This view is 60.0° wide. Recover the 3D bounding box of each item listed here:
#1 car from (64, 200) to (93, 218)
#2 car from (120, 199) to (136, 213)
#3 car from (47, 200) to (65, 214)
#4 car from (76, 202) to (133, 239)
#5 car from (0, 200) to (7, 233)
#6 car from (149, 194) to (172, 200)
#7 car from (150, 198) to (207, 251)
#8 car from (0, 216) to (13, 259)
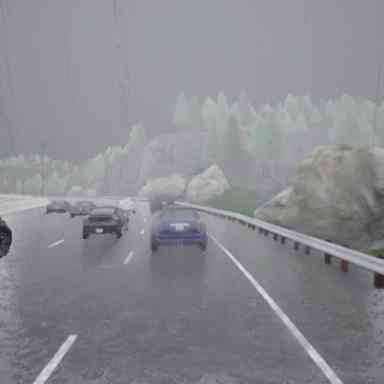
[{"bbox_3d":[-9.441,1.516,29.377,2.033,1.411,5.357,0,0,-9],"label":"car"},{"bbox_3d":[-6.998,1.481,35.381,1.812,1.442,4.674,0,0,-11],"label":"car"},{"bbox_3d":[-14.220,1.531,35.779,1.994,1.385,4.181,0,0,-11],"label":"car"},{"bbox_3d":[-4.383,1.484,17.362,1.837,1.490,4.892,0,0,-5],"label":"car"},{"bbox_3d":[-11.335,1.345,16.504,2.097,1.767,4.553,0,0,-5],"label":"car"},{"bbox_3d":[-3.036,1.173,33.329,2.150,2.045,5.566,0,0,-10],"label":"car"},{"bbox_3d":[-0.610,1.330,14.177,2.097,1.767,4.553,0,0,-4],"label":"car"},{"bbox_3d":[-7.259,1.219,9.287,2.150,2.045,5.566,0,0,-3],"label":"car"}]
